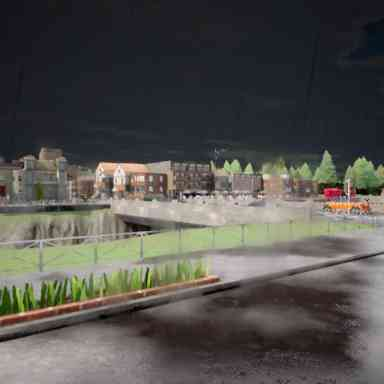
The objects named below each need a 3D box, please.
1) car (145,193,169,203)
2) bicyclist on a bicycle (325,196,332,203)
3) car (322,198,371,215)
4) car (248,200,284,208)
[{"bbox_3d":[-6.165,1.226,57.744,2.150,2.045,5.566,0,0,-35],"label":"car"},{"bbox_3d":[16.594,1.348,40.362,1.656,1.620,0.582,0,0,-36],"label":"bicyclist on a bicycle"},{"bbox_3d":[15.792,1.351,34.299,2.097,1.767,4.553,0,0,-36],"label":"car"},{"bbox_3d":[8.325,1.563,37.475,1.994,1.385,4.181,0,0,-36],"label":"car"}]
